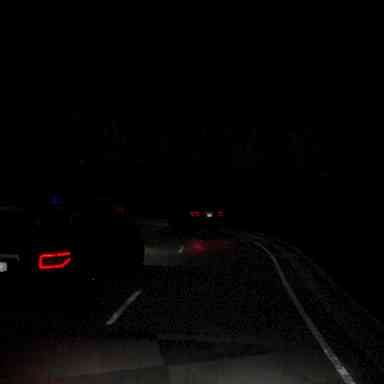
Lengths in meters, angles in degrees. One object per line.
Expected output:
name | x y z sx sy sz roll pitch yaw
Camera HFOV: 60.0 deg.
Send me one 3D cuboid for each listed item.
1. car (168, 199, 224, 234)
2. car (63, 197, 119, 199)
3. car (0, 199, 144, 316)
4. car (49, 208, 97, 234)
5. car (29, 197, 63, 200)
car | 0.125 1.435 21.225 2.150 2.045 5.566 1 -1 -19
car | -7.696 1.452 26.575 5.566 2.045 2.150 0 -1 41
car | -2.750 1.289 7.880 2.150 2.045 5.566 0 -1 6
car | -7.880 1.782 21.721 1.895 1.301 4.718 1 -1 -33
car | -15.308 1.487 33.575 5.566 2.045 2.150 0 -1 10
